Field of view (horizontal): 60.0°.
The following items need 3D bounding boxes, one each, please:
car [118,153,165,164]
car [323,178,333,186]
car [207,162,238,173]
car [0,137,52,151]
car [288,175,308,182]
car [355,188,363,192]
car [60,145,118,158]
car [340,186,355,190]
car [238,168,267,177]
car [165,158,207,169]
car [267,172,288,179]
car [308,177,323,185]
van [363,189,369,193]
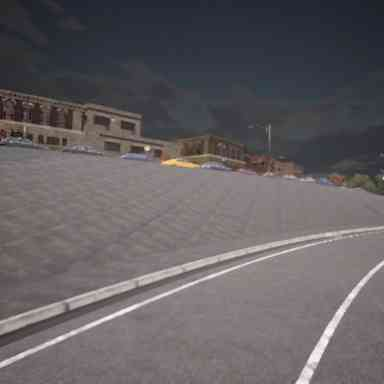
[{"bbox_3d":[-5.624,-3.253,34.951,4.674,1.452,2.002,4,-4,-36],"label":"car"},{"bbox_3d":[23.722,-1.435,60.505,5.566,2.045,2.435,5,-4,-44],"label":"car"},{"bbox_3d":[3.098,-2.851,41.761,4.553,1.767,2.185,4,-4,-38],"label":"car"},{"bbox_3d":[-14.613,-3.820,28.520,4.892,1.521,2.231,3,-3,-35],"label":"car"},{"bbox_3d":[15.647,-1.849,52.685,4.892,1.521,2.231,4,-4,-42],"label":"car"},{"bbox_3d":[34.972,0.021,72.612,2.002,1.452,4.674,-1,-5,41],"label":"car"},{"bbox_3d":[-10.099,-3.568,31.687,4.892,1.521,2.231,3,-3,-35],"label":"car"},{"bbox_3d":[31.288,-0.392,68.491,2.002,1.452,4.674,-1,-5,43],"label":"car"},{"bbox_3d":[7.481,-2.398,45.425,4.792,1.488,2.163,4,-4,-40],"label":"car"},{"bbox_3d":[-1.218,-3.011,38.315,5.008,1.535,2.097,4,-4,-37],"label":"car"},{"bbox_3d":[11.639,-2.098,49.042,4.674,1.452,2.002,4,-4,-41],"label":"car"},{"bbox_3d":[19.729,-1.653,56.568,4.553,1.767,2.185,5,-4,-44],"label":"car"},{"bbox_3d":[38.688,0.202,76.900,1.878,1.987,4.442,-1,-5,41],"label":"van"}]
